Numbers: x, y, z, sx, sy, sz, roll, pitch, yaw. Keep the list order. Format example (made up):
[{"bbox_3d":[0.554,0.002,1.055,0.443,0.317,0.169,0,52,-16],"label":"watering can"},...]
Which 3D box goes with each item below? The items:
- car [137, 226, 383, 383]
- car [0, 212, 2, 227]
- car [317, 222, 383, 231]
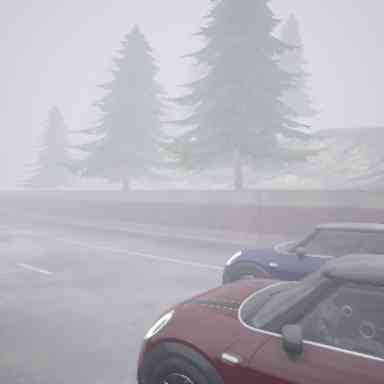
[{"bbox_3d":[1.650,1.362,2.931,4.553,1.767,2.097,0,0,36],"label":"car"},{"bbox_3d":[-13.379,1.482,20.578,1.882,1.535,5.008,0,0,-44],"label":"car"},{"bbox_3d":[2.845,1.370,6.391,4.553,1.767,2.097,0,0,36],"label":"car"}]
